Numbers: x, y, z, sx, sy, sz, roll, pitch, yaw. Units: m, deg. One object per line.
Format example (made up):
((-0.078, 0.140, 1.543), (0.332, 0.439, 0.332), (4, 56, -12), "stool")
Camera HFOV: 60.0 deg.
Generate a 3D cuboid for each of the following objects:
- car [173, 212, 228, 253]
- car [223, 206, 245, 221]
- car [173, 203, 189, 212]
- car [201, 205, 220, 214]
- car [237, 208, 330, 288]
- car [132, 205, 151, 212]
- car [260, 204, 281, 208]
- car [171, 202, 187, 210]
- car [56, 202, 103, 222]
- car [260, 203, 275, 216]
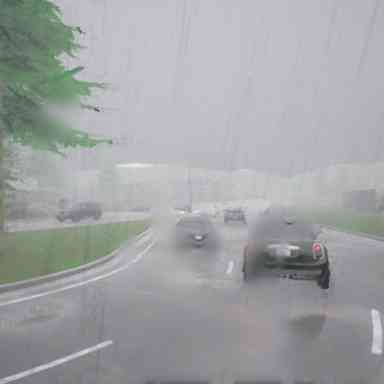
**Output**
((0.120, 1.870, 15.381), (2.033, 1.411, 5.357), (-1, -1, -3), "car")
((3.945, 2.077, 30.959), (2.128, 1.511, 4.902), (-1, -1, 6), "car")
((-1.717, 2.815, 60.193), (2.033, 1.411, 5.357), (-1, -1, 14), "car")
((2.299, 2.355, 41.665), (1.812, 1.442, 4.674), (-1, -1, 12), "car")
((2.801, 1.527, 10.096), (2.097, 1.767, 4.553), (-1, -1, 16), "car")
((-9.019, 2.968, 59.825), (1.895, 1.301, 4.718), (-1, -1, 14), "car")
((7.293, 2.048, 29.159), (2.033, 1.411, 5.357), (-1, -1, 4), "car")
((-2.711, 3.022, 70.704), (2.128, 1.511, 4.902), (-1, -1, 14), "car")
((-12.067, 2.147, 36.119), (2.150, 2.045, 5.566), (-1, -1, 23), "car")
((9.985, 2.289, 43.930), (1.812, 1.442, 4.674), (-1, -1, 13), "car")
